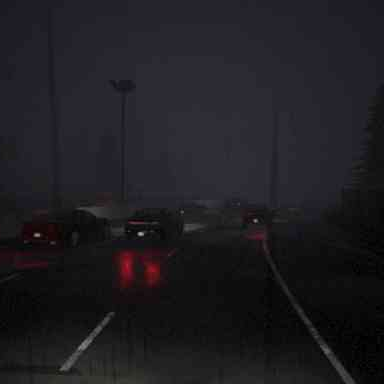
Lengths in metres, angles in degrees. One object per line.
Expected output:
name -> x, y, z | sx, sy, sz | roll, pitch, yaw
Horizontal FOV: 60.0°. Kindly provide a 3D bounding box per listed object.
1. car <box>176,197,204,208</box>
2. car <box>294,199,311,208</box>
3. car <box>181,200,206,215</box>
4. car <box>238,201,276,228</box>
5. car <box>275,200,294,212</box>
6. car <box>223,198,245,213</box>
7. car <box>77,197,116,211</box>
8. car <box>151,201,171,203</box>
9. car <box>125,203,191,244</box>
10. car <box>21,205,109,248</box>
car -> -0.269, 1.532, 50.005 | 1.882, 1.535, 5.008 | 0, 0, 31
car -> 16.505, 1.713, 50.593 | 1.895, 1.301, 4.718 | 0, 0, 36
car -> -0.123, 1.638, 33.898 | 1.895, 1.301, 4.718 | 0, 0, 21
car -> 4.613, 1.547, 22.981 | 1.837, 1.490, 4.892 | 0, 0, 16
car -> 10.698, 1.683, 41.105 | 1.895, 1.301, 4.718 | 0, 0, 31
car -> 5.037, 1.410, 36.945 | 2.097, 1.767, 4.553 | 0, 0, 24
car -> -11.995, 1.484, 42.154 | 1.882, 1.535, 5.008 | 0, 0, 23
car -> -4.820, 1.564, 48.995 | 1.812, 1.442, 4.674 | 0, 0, 29
car -> -1.662, 1.504, 16.013 | 2.128, 1.511, 4.902 | 0, 0, 10
car -> -5.408, 1.476, 14.949 | 1.882, 1.535, 5.008 | 0, 0, 9
